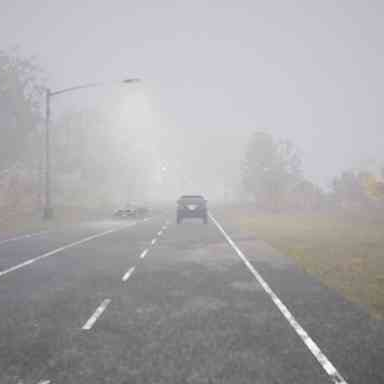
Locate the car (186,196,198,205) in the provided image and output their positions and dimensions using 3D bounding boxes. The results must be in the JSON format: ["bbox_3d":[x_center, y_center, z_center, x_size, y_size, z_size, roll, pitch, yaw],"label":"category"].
[{"bbox_3d":[0.021,1.491,60.545,2.033,1.411,5.357,0,0,0],"label":"car"}]

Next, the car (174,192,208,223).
[{"bbox_3d":[0.008,1.214,25.419,2.150,2.045,5.566,0,0,0],"label":"car"}]

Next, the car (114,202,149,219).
[{"bbox_3d":[-5.229,1.589,29.250,1.895,1.301,4.718,0,0,7],"label":"car"}]

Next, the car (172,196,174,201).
[{"bbox_3d":[-3.474,1.383,77.116,1.882,1.535,5.008,0,0,0],"label":"car"}]
